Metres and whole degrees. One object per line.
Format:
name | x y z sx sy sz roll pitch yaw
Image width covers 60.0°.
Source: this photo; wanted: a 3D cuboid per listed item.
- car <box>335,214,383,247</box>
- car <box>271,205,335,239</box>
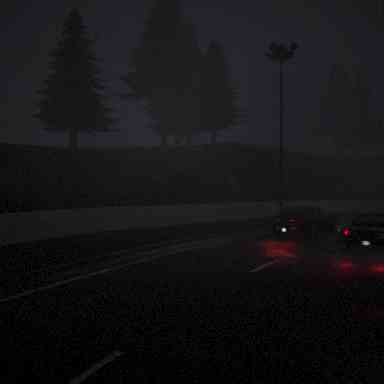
car | 7.796 1.537 13.621 1.895 1.301 4.718 0 0 43
car | 5.820 1.419 16.802 1.837 1.490 4.892 0 1 43
